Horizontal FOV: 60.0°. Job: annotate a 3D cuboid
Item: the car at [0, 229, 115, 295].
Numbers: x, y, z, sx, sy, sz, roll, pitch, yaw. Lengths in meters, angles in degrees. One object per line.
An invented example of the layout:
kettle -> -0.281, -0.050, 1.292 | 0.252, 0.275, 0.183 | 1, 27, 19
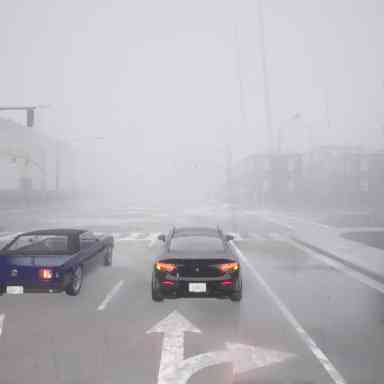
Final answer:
car -> -3.397, 1.601, 8.633 | 1.895, 1.301, 4.718 | 0, 0, 0

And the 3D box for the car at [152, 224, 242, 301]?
car -> 0.101, 1.526, 8.200 | 1.812, 1.442, 4.674 | 0, 0, 0
